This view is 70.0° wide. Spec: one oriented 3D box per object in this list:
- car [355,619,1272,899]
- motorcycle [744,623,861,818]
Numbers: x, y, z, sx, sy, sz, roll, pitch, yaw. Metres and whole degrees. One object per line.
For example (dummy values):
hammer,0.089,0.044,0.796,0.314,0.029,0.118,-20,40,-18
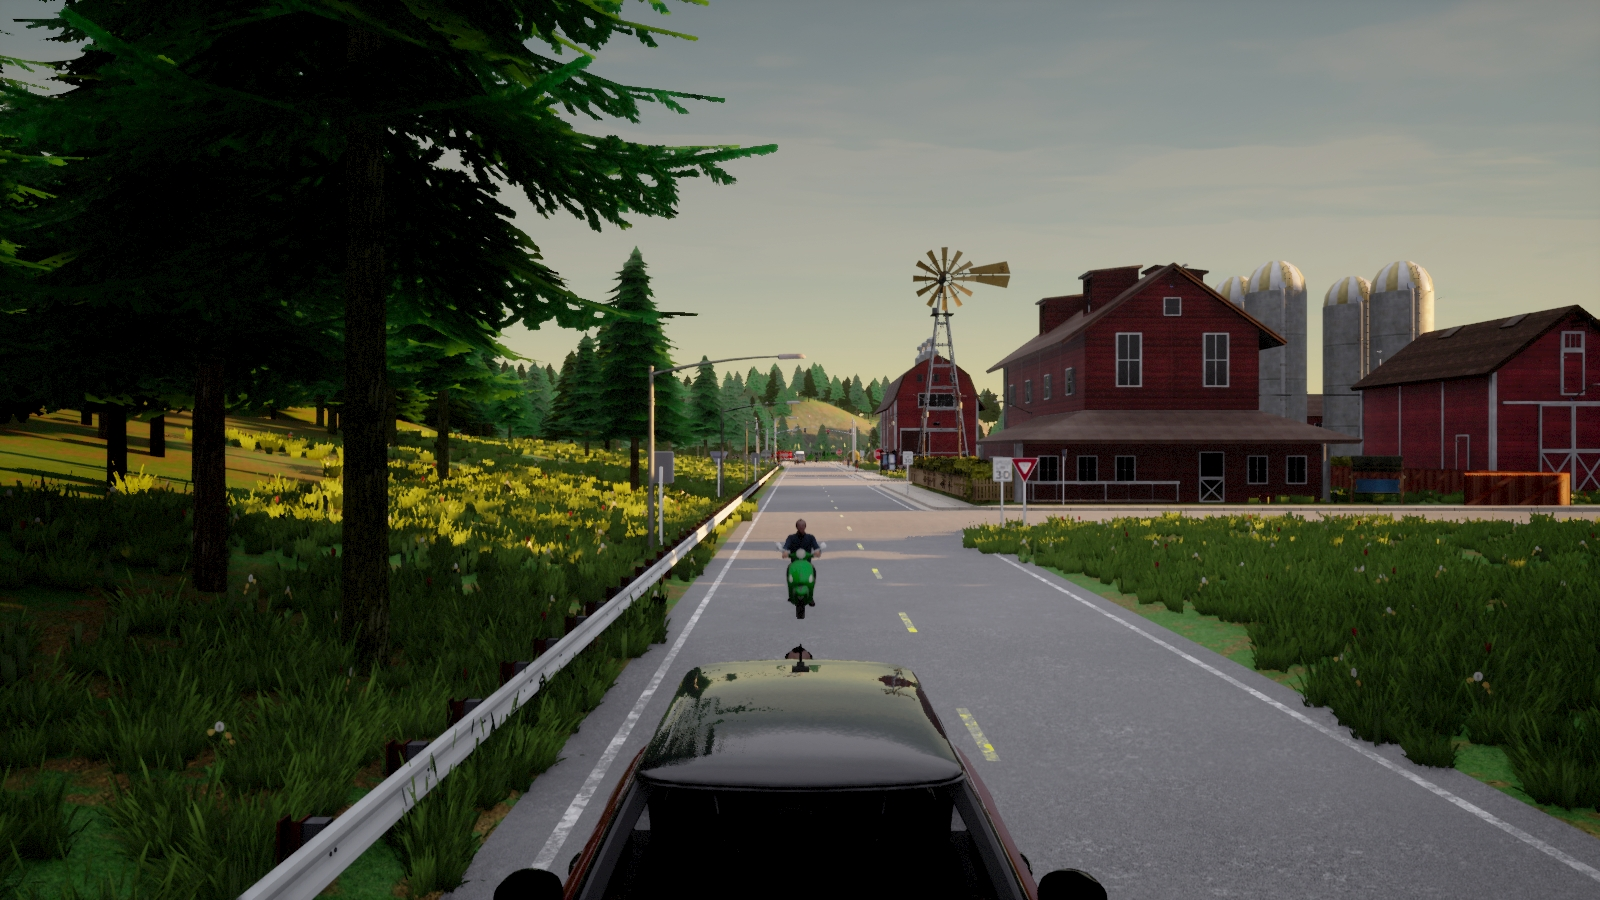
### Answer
car,0.032,1.899,4.503,2.097,1.767,4.553,0,0,0
motorcycle,0.015,2.231,9.842,0.867,1.251,2.209,-1,-3,0
